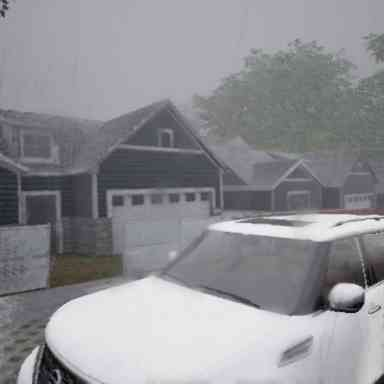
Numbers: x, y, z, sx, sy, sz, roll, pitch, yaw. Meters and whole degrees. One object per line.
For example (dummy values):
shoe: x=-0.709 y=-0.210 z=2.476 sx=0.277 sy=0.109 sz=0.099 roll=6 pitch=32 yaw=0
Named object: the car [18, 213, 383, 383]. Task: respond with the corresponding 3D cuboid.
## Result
car: x=1.099 y=1.317 z=3.951 sx=5.566 sy=2.045 sz=2.150 roll=2 pitch=-2 yaw=-41
